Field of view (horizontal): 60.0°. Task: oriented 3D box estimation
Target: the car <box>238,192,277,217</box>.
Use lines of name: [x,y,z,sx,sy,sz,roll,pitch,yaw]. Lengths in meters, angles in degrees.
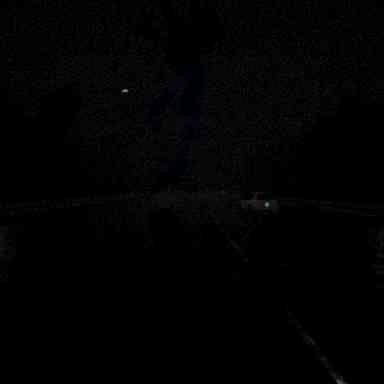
car: [5.762,1.053,29.634,2.150,2.045,5.566,0,0,-7]
